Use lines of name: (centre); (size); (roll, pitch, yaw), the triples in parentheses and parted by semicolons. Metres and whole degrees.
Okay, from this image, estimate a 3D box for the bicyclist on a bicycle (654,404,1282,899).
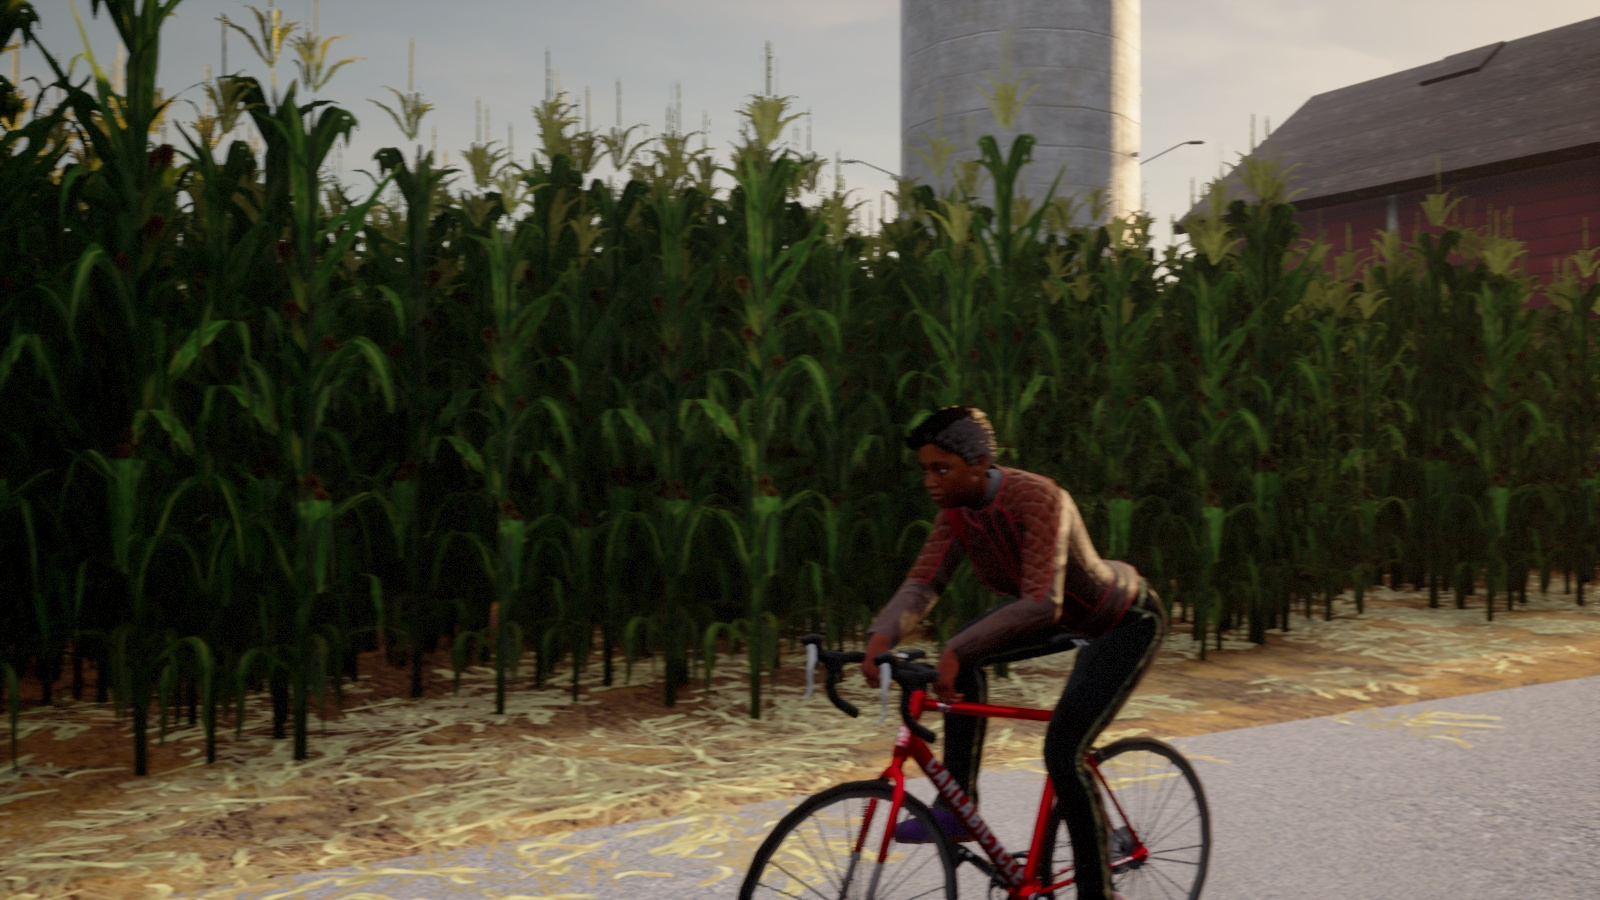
bicyclist on a bicycle: (0.495, 0.706, 3.368); (1.656, 1.620, 0.582); (0, 0, -31)
